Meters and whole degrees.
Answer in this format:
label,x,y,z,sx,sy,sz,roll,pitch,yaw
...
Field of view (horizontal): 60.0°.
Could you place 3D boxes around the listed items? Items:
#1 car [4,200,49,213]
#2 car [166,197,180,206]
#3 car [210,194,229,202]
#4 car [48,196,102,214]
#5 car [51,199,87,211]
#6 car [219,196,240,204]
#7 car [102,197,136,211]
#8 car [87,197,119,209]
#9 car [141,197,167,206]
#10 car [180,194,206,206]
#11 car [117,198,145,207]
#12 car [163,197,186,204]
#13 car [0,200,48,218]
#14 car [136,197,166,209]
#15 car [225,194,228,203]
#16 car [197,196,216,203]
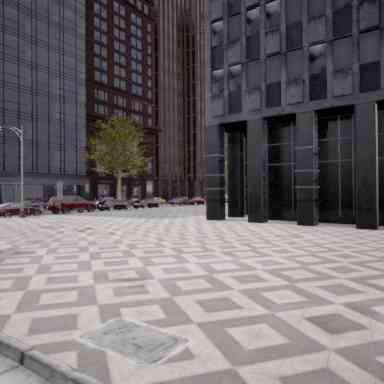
label,x,y,z,sx,sy,sz,roll,pitch,yaw
car,-19.209,1.641,38.788,1.947,1.339,4.313,-1,0,35
car,-1.646,1.496,53.893,2.033,1.411,5.357,-1,0,35
car,6.362,1.295,75.956,2.192,1.841,5.009,-1,0,35
car,-12.190,1.289,33.954,2.192,1.841,5.009,-1,0,35
car,-16.013,1.641,43.433,1.802,1.307,4.206,-1,0,35
car,6.989,1.463,61.824,1.947,1.339,4.313,-1,0,35
car,-8.992,1.524,38.598,1.947,1.339,4.313,-1,0,35
car,-12.818,1.483,48.079,1.967,1.590,4.097,-1,0,35
car,-6.520,1.543,57.230,1.752,1.417,4.829,-1,0,35
car,0.596,1.461,52.534,1.887,1.381,4.507,-1,0,35
car,-9.619,1.612,52.725,1.802,1.307,4.206,-1,0,35
car,-3.226,1.573,62.017,1.947,1.339,4.313,-1,0,35
car,-15.385,1.575,29.307,1.802,1.307,4.206,-1,0,35
car,-5.796,1.508,43.243,1.947,1.339,4.313,-1,0,35
car,3.790,1.221,57.181,2.192,1.841,5.009,-1,0,35
car,3.167,1.534,71.309,1.887,1.381,4.507,-1,0,35
